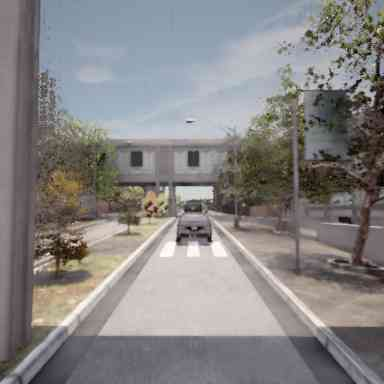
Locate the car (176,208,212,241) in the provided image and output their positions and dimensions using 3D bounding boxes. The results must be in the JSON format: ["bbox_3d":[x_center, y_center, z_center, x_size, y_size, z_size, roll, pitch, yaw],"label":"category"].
[{"bbox_3d":[0.101,1.787,17.943,2.033,1.411,5.357,0,-1,0],"label":"car"}]

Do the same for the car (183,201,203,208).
[{"bbox_3d":[0.117,2.127,41.154,2.150,2.045,5.566,0,-2,0],"label":"car"}]
